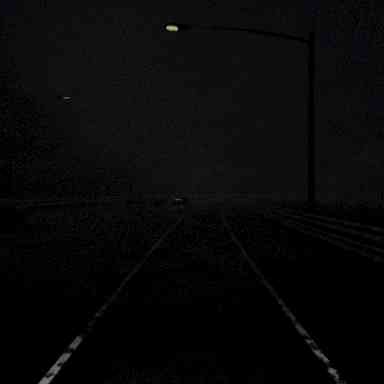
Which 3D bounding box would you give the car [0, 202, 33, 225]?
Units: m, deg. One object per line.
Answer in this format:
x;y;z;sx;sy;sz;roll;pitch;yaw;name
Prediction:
-11.345;1.274;19.191;1.882;1.535;5.008;0;0;10;car

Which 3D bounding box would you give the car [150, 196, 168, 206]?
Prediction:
-5.156;1.397;51.729;1.812;1.442;4.674;0;0;12;car

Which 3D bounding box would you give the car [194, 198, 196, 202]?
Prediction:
-0.541;1.473;72.226;1.994;1.385;4.181;0;0;14;car

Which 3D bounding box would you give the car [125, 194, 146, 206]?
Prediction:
-8.730;1.222;51.789;2.097;1.767;4.553;0;0;12;car

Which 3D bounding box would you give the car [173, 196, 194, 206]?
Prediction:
-1.609;1.363;51.624;2.128;1.511;4.902;0;0;12;car
